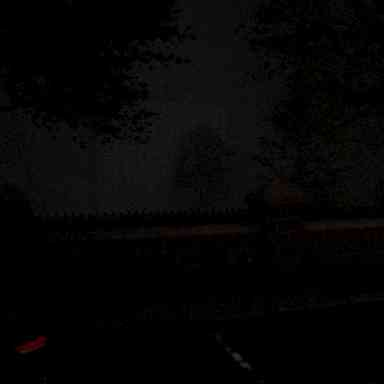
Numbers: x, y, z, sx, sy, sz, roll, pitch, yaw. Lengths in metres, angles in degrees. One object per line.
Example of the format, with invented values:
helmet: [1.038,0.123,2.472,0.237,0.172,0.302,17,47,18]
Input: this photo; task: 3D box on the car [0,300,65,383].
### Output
car: [-3.711,1.914,3.818,4.206,1.307,1.802,-1,-3,-15]
